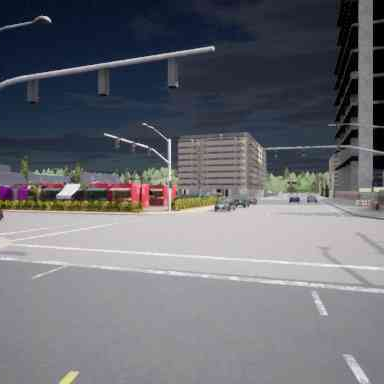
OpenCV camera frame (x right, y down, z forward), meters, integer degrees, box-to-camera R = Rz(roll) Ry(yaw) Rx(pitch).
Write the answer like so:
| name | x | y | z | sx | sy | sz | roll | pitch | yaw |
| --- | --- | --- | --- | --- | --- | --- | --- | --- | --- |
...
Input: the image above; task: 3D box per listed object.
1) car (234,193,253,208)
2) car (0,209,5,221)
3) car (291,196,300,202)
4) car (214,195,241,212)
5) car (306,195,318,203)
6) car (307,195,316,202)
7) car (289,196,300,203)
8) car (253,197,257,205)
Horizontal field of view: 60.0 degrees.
| name | x | y | z | sx | sy | sz | roll | pitch | yaw |
| --- | --- | --- | --- | --- | --- | --- | --- | --- | --- |
| car | 7.142 | 1.221 | 49.073 | 2.150 | 2.045 | 5.566 | 0 | 0 | 18 |
| car | -17.110 | 1.533 | 26.133 | 5.008 | 1.535 | 1.882 | 0 | 0 | 19 |
| car | 24.386 | 1.552 | 78.420 | 1.994 | 1.385 | 4.181 | 0 | 0 | 18 |
| car | 4.011 | 1.491 | 39.679 | 2.128 | 1.511 | 4.902 | 0 | 0 | 18 |
| car | 24.552 | 1.541 | 67.777 | 2.033 | 1.411 | 5.357 | 0 | 0 | 18 |
| car | 27.816 | 1.524 | 77.642 | 1.812 | 1.442 | 4.674 | 0 | 0 | 18 |
| car | 21.119 | 1.478 | 68.553 | 1.882 | 1.535 | 5.008 | 0 | 0 | 18 |
| car | 10.340 | 1.564 | 58.608 | 1.994 | 1.385 | 4.181 | 0 | 0 | 19 |
